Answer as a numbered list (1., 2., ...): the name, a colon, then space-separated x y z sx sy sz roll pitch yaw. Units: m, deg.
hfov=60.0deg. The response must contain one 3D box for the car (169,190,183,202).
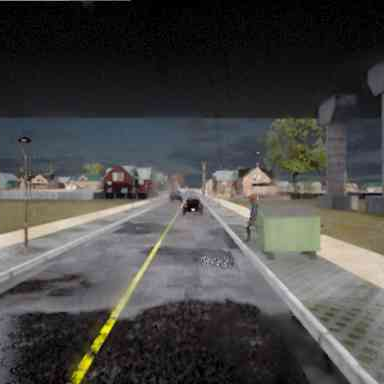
1. car: -2.772 0.696 57.604 2.150 2.045 5.566 0 1 1

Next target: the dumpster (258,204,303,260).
1. dumpster: 2.999 1.296 11.498 1.020 1.700 1.940 -1 -1 0

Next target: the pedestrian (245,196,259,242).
1. pedestrian: 2.342 1.033 12.519 0.375 1.860 0.375 1 -1 0

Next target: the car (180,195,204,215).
1. car: 0.092 1.265 29.779 1.812 1.442 4.674 0 1 0

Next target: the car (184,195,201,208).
1. car: 0.053 1.170 42.747 2.033 1.411 5.357 0 1 1
